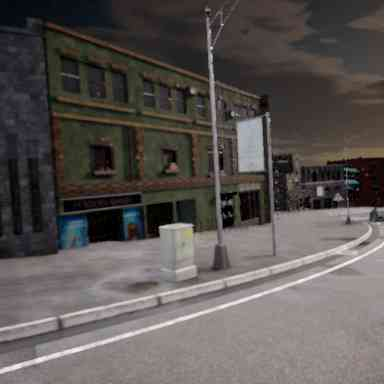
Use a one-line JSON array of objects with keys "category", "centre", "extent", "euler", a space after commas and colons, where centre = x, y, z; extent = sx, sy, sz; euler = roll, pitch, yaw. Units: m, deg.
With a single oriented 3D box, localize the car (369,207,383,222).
[{"category": "car", "centre": [19.540, 2.260, 34.037], "extent": [1.812, 1.442, 4.674], "euler": [-3, -3, 16]}]
